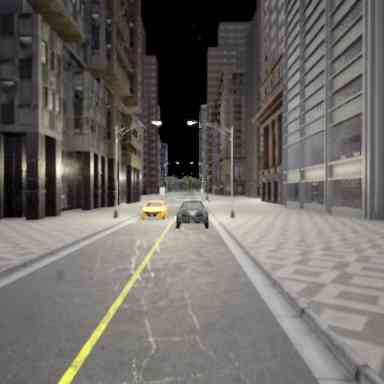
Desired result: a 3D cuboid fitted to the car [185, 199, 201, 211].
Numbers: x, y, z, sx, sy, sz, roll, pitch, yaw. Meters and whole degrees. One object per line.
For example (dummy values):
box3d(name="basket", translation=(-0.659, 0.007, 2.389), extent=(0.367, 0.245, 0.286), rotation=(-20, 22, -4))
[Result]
box3d(name="car", translation=(0.079, 1.578, 42.111), extent=(1.895, 1.301, 4.718), rotation=(0, 0, 0))

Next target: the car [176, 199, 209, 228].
box3d(name="car", translation=(0.044, 1.339, 22.406), extent=(2.097, 1.767, 4.553), rotation=(0, 0, 0))

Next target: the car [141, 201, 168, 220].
box3d(name="car", translation=(-3.057, 1.463, 27.979), extent=(1.882, 1.535, 5.008), rotation=(0, 0, 0))
